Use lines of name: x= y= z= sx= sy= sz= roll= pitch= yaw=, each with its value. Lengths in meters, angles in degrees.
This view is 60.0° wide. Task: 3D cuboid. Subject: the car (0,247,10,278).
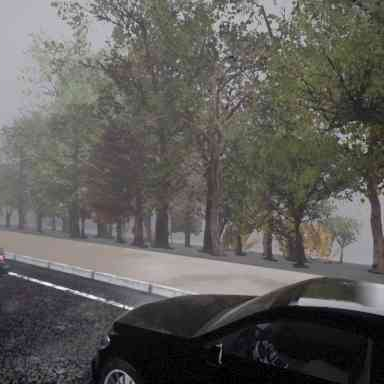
car: x=-6.752 y=1.548 z=8.556 sx=5.357 sy=1.411 sz=2.033 roll=0 pitch=0 yaw=36

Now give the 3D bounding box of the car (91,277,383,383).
car: x=1.139 y=1.526 z=2.873 sx=4.674 sy=1.442 sz=1.812 roll=0 pitch=0 yaw=36
